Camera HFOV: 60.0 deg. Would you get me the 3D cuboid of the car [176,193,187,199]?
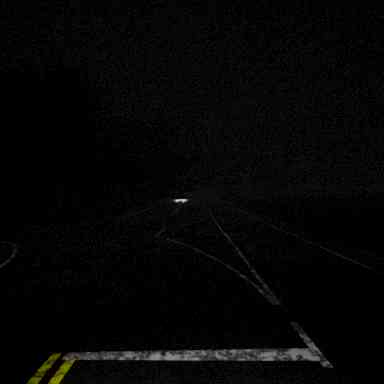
[{"bbox_3d":[-2.319,0.938,73.972,1.895,1.301,4.718,0,1,7],"label":"car"}]
